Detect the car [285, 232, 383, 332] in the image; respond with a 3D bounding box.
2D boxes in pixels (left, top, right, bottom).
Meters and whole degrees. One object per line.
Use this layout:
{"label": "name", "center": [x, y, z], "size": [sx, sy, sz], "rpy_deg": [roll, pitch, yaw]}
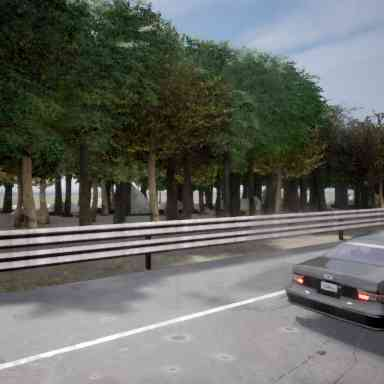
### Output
{"label": "car", "center": [4.209, 1.547, 6.727], "size": [5.357, 1.411, 2.033], "rpy_deg": [0, 0, -36]}
